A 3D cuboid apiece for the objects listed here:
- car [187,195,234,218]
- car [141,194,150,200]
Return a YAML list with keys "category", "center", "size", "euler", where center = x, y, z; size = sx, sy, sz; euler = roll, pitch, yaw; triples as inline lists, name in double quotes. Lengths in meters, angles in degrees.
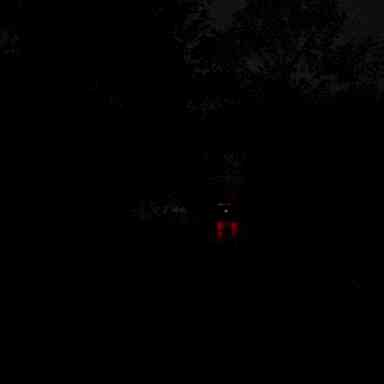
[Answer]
- category: "car"
  center: [1.274, 0.985, 24.592]
  size: [2.128, 1.511, 4.902]
  euler: [1, 1, -25]
- category: "car"
  center: [-6.772, 0.533, 41.434]
  size: [1.882, 1.535, 5.008]
  euler: [1, 1, -26]
